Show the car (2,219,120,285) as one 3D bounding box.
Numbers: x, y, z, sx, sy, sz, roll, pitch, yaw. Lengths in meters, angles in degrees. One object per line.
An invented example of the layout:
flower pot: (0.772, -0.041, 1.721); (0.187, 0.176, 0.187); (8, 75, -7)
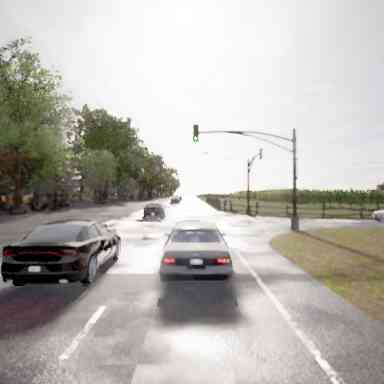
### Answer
car: (-3.412, 1.526, 9.668); (1.882, 1.535, 5.008); (0, 0, 0)

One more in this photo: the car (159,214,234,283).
car: (0.102, 1.597, 9.824); (2.033, 1.411, 5.357); (0, 0, 0)

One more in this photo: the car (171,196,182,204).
car: (-3.540, 1.816, 71.796); (1.882, 1.535, 5.008); (0, 0, 0)

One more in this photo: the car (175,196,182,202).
car: (-3.589, 1.919, 89.987); (1.837, 1.490, 4.892); (0, 0, 0)

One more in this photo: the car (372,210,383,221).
car: (18.661, 1.927, 29.801); (4.674, 1.442, 1.812); (1, -1, 0)

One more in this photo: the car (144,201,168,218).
car: (-3.431, 1.660, 31.500); (1.837, 1.490, 4.892); (0, 0, 0)
